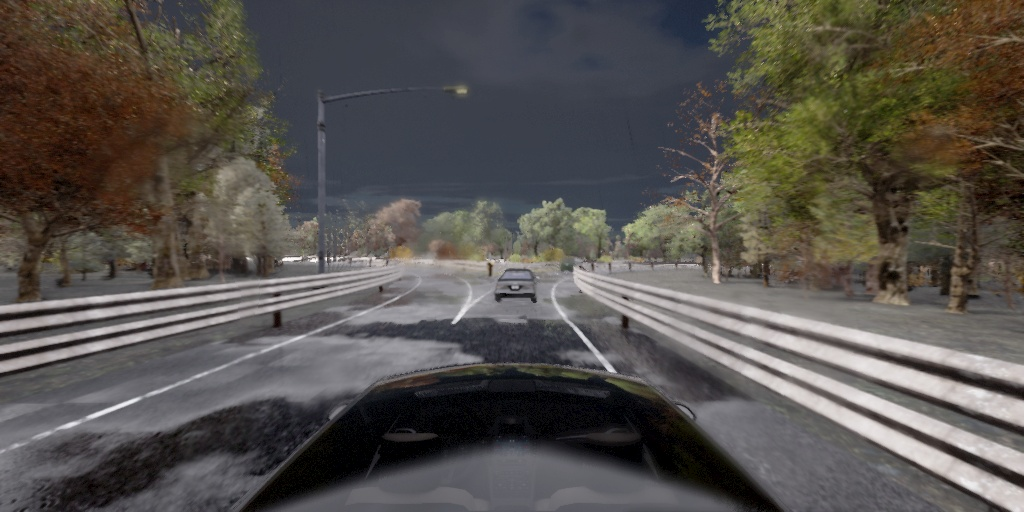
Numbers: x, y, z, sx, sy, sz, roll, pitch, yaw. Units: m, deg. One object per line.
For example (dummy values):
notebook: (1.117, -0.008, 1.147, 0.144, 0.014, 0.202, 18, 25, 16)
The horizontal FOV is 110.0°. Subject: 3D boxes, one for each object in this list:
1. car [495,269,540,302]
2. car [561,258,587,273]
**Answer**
car: (0.324, 1.310, 16.984, 2.033, 1.411, 5.357, 0, 0, 4)
car: (8.278, 1.268, 47.773, 2.150, 2.045, 5.566, -1, -1, 28)
